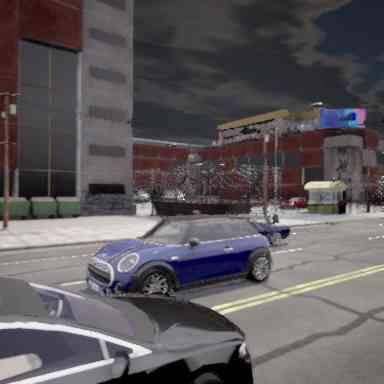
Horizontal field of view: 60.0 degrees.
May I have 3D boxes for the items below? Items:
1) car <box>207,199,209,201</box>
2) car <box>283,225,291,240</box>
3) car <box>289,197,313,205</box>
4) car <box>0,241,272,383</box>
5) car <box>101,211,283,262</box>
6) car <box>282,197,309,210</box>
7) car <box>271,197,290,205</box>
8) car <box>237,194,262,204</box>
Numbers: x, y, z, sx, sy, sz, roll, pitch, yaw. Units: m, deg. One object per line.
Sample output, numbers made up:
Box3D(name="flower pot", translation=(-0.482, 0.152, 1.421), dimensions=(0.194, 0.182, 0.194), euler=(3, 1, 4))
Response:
Box3D(name="car", translation=(3.573, 1.825, 60.104), dimensions=(4.718, 1.301, 1.895), euler=(0, 0, -36))
Box3D(name="car", translation=(1.963, 1.665, 14.024), dimensions=(4.718, 1.301, 1.895), euler=(0, 0, -36))
Box3D(name="car", translation=(21.206, 1.783, 64.640), dimensions=(4.674, 1.452, 2.002), euler=(0, 0, -36))
Box3D(name="car", translation=(-1.617, 1.492, 2.595), dimensions=(4.902, 1.511, 2.128), euler=(1, 0, -36))
Box3D(name="car", translation=(-0.170, 1.382, 8.185), dimensions=(4.553, 1.767, 2.097), euler=(0, 0, -36))
Box3D(name="car", translation=(14.349, 1.507, 45.561), dimensions=(4.553, 1.767, 2.185), euler=(0, 0, -36))
Box3D(name="car", translation=(18.289, 1.815, 68.633), dimensions=(3.806, 1.475, 1.970), euler=(0, 0, -36))
Box3D(name="car", translation=(13.168, 1.590, 75.486), dimensions=(5.566, 2.045, 2.435), euler=(0, 0, -36))
